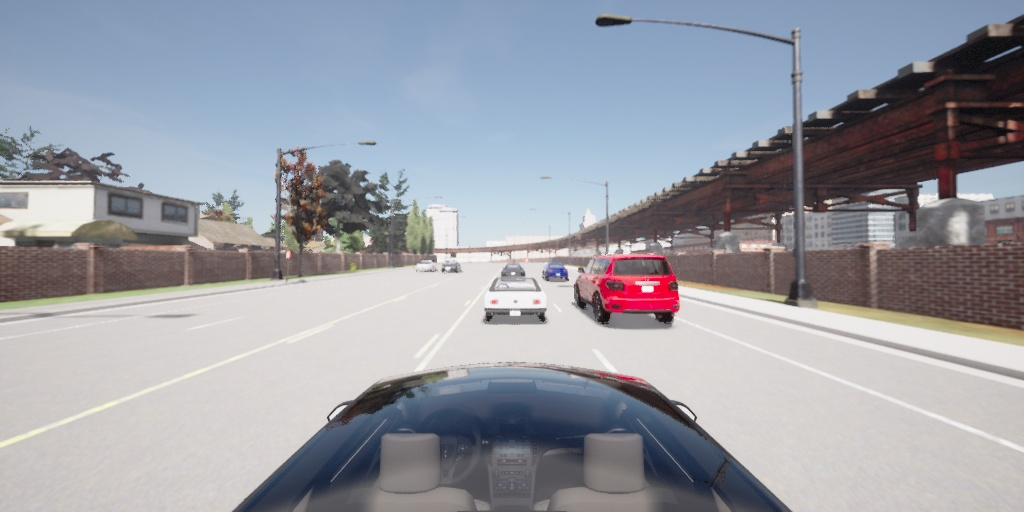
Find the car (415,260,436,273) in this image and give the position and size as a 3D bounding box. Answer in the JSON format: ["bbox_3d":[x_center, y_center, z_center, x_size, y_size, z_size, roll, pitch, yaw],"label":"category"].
[{"bbox_3d":[-10.593,1.282,44.394,1.812,1.442,4.674,0,0,0],"label":"car"}]

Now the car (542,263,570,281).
[{"bbox_3d":[3.596,1.280,30.262,1.812,1.442,4.674,0,0,0],"label":"car"}]

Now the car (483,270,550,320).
[{"bbox_3d":[0.101,1.353,12.526,1.895,1.301,4.718,0,0,0],"label":"car"}]

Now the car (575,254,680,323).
[{"bbox_3d":[3.599,0.973,12.197,2.150,2.045,5.566,0,0,0],"label":"car"}]

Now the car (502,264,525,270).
[{"bbox_3d":[0.096,1.318,29.749,1.994,1.385,4.181,0,0,0],"label":"car"}]

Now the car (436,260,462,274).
[{"bbox_3d":[-7.095,1.248,42.199,2.128,1.511,4.902,0,0,0],"label":"car"}]
